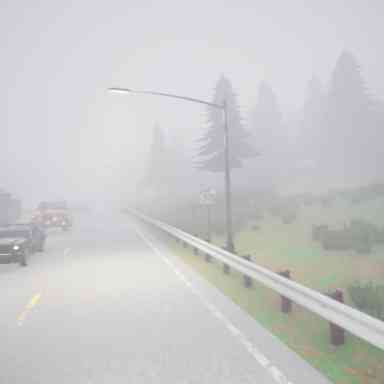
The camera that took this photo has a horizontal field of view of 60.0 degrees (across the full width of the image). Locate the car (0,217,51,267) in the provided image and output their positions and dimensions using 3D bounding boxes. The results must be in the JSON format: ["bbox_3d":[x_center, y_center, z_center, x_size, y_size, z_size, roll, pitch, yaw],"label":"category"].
[{"bbox_3d":[-6.740,1.879,12.317,1.895,1.301,4.718,-2,0,-15],"label":"car"}]

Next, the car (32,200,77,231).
[{"bbox_3d":[-9.662,1.620,23.317,2.150,2.045,5.566,-2,0,-15],"label":"car"}]

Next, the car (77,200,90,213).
[{"bbox_3d":[-16.008,1.937,44.794,4.553,1.767,2.097,-2,0,25],"label":"car"}]
